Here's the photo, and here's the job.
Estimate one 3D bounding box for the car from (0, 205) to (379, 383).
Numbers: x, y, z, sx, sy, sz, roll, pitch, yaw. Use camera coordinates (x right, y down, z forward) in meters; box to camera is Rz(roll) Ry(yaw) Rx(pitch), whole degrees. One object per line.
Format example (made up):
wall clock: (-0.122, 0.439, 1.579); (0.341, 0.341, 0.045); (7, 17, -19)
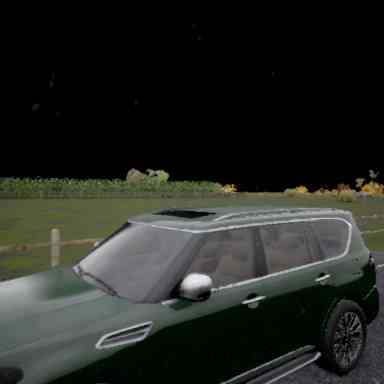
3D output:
car: (0.066, 1.222, 4.040); (5.566, 2.045, 2.150); (0, 0, -36)
